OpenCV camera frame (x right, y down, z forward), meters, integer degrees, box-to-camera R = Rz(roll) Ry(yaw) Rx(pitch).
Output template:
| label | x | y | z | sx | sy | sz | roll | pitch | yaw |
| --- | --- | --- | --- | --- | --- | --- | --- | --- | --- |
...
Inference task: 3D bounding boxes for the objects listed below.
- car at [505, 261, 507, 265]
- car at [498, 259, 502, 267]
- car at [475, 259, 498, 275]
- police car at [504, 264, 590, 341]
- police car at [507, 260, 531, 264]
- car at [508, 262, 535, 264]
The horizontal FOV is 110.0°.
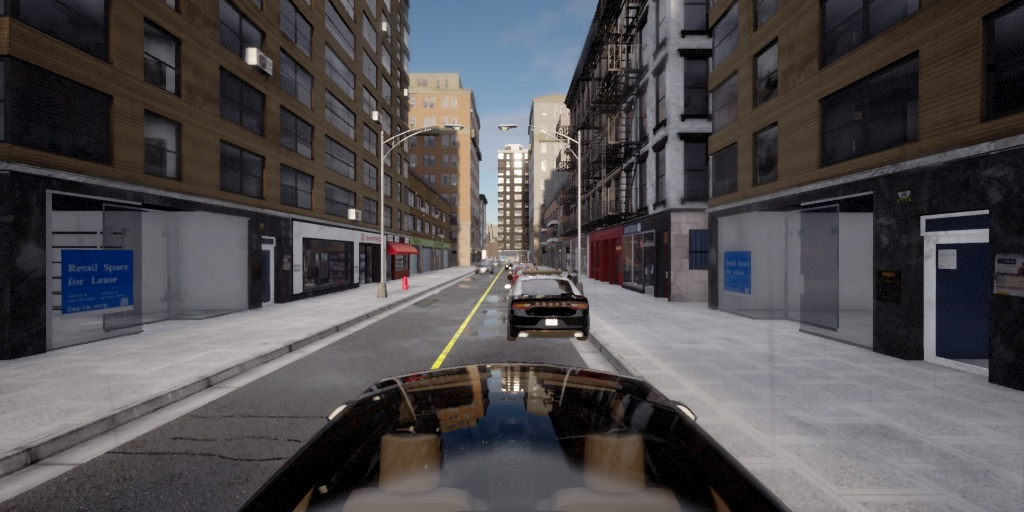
| label | x | y | z | sx | sy | sz | roll | pitch | yaw |
| --- | --- | --- | --- | --- | --- | --- | --- | --- | --- |
| car | 0.003 | 1.341 | 47.863 | 1.895 | 1.301 | 4.718 | 0 | 0 | 1 |
| car | -2.805 | 1.232 | 63.693 | 2.128 | 1.511 | 4.902 | 0 | 0 | 0 |
| car | -2.882 | 1.232 | 38.298 | 2.128 | 1.511 | 4.902 | 0 | 0 | 0 |
| police car | 0.819 | 1.174 | 10.033 | 1.930 | 1.638 | 5.238 | 0 | 0 | 0 |
| police car | 0.804 | 1.169 | 26.033 | 1.930 | 1.638 | 5.238 | 0 | 0 | 0 |
| car | 0.810 | 1.272 | 19.923 | 1.812 | 1.442 | 4.674 | 0 | 0 | 0 |
